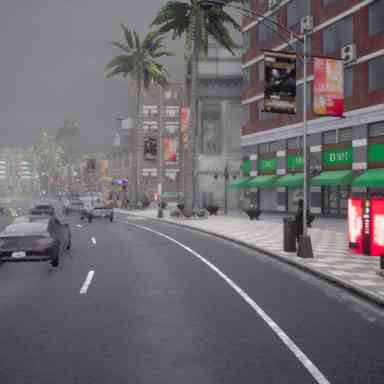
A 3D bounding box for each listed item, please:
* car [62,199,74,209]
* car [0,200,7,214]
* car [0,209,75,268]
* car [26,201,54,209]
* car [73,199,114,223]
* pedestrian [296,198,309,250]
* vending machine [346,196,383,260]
[{"bbox_3d":[-12.145,1.492,34.049,2.128,1.511,4.902,0,0,-28],"label":"car"},{"bbox_3d":[-20.614,1.555,34.831,1.837,1.490,4.892,0,0,-29],"label":"car"},{"bbox_3d":[-5.248,1.525,11.256,1.812,1.442,4.674,0,0,-14],"label":"car"},{"bbox_3d":[-12.754,1.504,28.038,1.837,1.490,4.892,0,0,-29],"label":"car"},{"bbox_3d":[-7.490,1.492,25.849,2.128,1.511,4.902,0,0,-29],"label":"car"},{"bbox_3d":[3.828,1.141,11.681,0.375,1.860,0.375,0,0,-13],"label":"pedestrian"},{"bbox_3d":[6.073,1.195,11.452,1.100,2.100,0.880,0,0,-12],"label":"vending machine"}]
